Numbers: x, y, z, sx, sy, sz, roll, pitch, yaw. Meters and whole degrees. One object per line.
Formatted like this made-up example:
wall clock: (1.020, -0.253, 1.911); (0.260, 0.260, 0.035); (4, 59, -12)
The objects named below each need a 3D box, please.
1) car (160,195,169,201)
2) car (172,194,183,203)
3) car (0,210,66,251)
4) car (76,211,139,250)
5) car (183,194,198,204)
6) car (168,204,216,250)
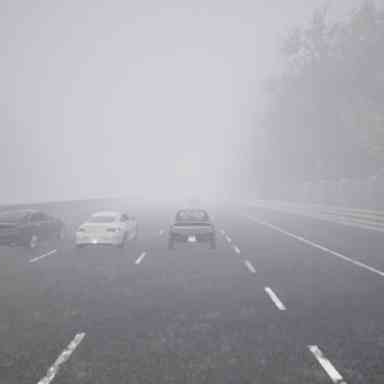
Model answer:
car: (-6.973, 1.592, 83.763); (1.812, 1.442, 4.674); (0, 0, 0)
car: (-3.476, 1.655, 73.881); (1.895, 1.301, 4.718); (0, 0, 0)
car: (-6.991, 1.518, 14.177); (1.837, 1.490, 4.892); (0, 0, 0)
car: (-3.496, 1.537, 14.277); (1.812, 1.442, 4.674); (0, 0, 0)
car: (0.016, 1.537, 57.555); (2.128, 1.511, 4.902); (0, 0, 0)
car: (0.004, 1.503, 14.451); (2.128, 1.511, 4.902); (0, 0, 0)
